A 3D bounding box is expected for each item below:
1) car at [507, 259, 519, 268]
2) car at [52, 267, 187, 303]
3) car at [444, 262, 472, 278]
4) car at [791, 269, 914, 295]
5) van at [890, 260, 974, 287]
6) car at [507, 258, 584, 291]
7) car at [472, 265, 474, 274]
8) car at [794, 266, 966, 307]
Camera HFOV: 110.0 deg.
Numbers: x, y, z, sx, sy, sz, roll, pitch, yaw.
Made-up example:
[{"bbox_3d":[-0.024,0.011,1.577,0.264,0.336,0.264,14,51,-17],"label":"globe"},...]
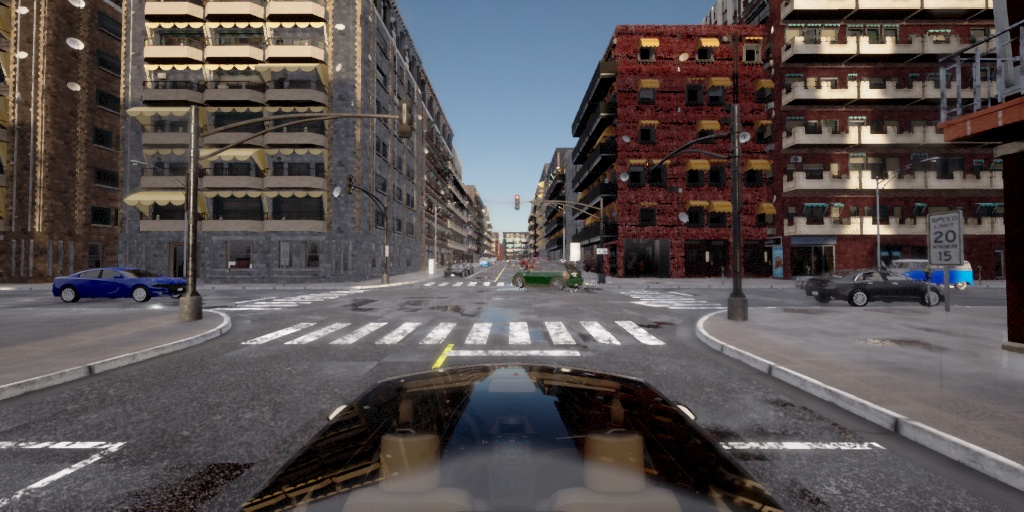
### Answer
[{"bbox_3d":[0.214,1.314,63.522,2.128,1.511,4.902,0,0,0],"label":"car"},{"bbox_3d":[-17.587,1.254,16.304,5.008,1.535,1.882,0,-1,0],"label":"car"},{"bbox_3d":[-5.255,1.328,33.966,1.948,1.339,4.313,0,0,0],"label":"car"},{"bbox_3d":[17.966,1.339,19.095,4.718,1.301,1.895,0,-1,0],"label":"car"},{"bbox_3d":[24.939,1.115,21.515,3.998,1.789,1.690,0,0,0],"label":"van"},{"bbox_3d":[2.182,1.190,22.728,4.553,1.767,2.097,0,0,43],"label":"car"},{"bbox_3d":[-5.245,1.331,39.528,1.948,1.339,4.313,0,0,0],"label":"car"},{"bbox_3d":[13.767,1.185,13.683,4.403,1.370,2.007,0,0,0],"label":"car"}]
